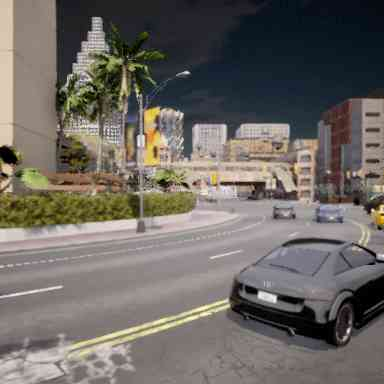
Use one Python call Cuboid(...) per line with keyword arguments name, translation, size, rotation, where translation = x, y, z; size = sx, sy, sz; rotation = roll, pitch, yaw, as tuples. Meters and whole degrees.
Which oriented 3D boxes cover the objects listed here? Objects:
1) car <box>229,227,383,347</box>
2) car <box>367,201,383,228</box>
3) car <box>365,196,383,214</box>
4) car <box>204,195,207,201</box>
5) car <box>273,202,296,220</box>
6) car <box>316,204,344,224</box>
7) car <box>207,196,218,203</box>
Cuboid(name="car", translation=(2.637, 1.596, 6.510), size=(4.181, 1.385, 1.994), rotation=(0, 0, -43))
Cuboid(name="car", translation=(13.049, 1.570, 21.920), size=(1.882, 1.535, 5.008), rotation=(0, 0, 23))
Cuboid(name="car", translation=(19.425, 1.363, 33.308), size=(2.150, 2.045, 5.566), rotation=(0, 0, 6))
Cuboid(name="car", translation=(5.276, 1.862, 89.503), size=(2.185, 1.767, 4.553), rotation=(0, 0, -1))
Cuboid(name="car", translation=(8.386, 1.680, 30.267), size=(1.812, 1.442, 4.674), rotation=(0, -1, 12))
Cuboid(name="car", translation=(10.795, 1.649, 26.254), size=(1.812, 1.442, 4.674), rotation=(0, 0, 18))
Cuboid(name="car", translation=(5.534, 1.949, 83.081), size=(2.097, 1.535, 5.008), rotation=(0, 0, -1))
